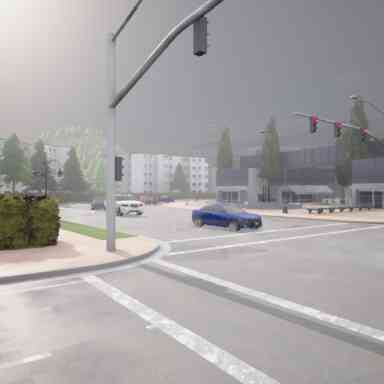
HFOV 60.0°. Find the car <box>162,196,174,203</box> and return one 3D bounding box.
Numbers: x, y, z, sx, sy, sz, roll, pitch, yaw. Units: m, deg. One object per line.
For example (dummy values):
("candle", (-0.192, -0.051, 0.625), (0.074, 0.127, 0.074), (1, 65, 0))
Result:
("car", (-5.299, 1.477, 69.547), (1.882, 1.535, 5.008), (0, 0, 20))

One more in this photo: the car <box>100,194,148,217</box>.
("car", (-6.593, 1.225, 31.871), (2.150, 2.045, 5.566), (0, 0, -33))

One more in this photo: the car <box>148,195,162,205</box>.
("car", (-7.213, 1.547, 59.082), (2.033, 1.411, 5.357), (0, 0, 3))

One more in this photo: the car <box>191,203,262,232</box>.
("car", (2.024, 1.478, 20.400), (1.882, 1.535, 5.008), (0, 0, -39))

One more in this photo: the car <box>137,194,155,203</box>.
("car", (-9.314, 1.352, 68.077), (2.097, 1.767, 4.553), (0, 0, 15))

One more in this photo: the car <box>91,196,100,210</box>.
("car", (-11.675, 1.351, 42.084), (2.097, 1.767, 4.553), (0, 0, -18))
